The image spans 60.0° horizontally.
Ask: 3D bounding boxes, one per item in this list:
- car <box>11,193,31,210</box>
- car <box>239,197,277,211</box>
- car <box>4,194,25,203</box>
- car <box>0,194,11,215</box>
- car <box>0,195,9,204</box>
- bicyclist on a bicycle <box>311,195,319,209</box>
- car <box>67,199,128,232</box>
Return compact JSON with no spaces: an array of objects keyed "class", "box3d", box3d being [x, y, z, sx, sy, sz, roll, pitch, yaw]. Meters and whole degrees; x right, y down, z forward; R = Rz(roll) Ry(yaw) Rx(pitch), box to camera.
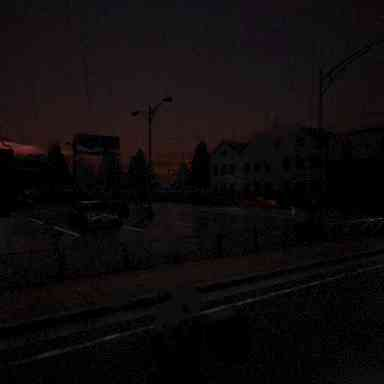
[{"class":"car","box3d":[-19.835,1.092,38.155,1.905,1.878,3.866,0,0,-36]},{"class":"car","box3d":[7.567,1.301,38.839,1.882,1.535,5.008,0,0,-35]},{"class":"car","box3d":[-38.979,1.328,73.232,3.866,1.878,1.905,0,0,-36]},{"class":"car","box3d":[-17.921,1.113,29.845,1.932,1.855,4.605,0,0,-36]},{"class":"car","box3d":[-39.205,1.495,66.104,4.611,1.667,2.242,0,0,-36]},{"class":"bicyclist on a bicycle","box3d":[13.660,1.124,36.837,1.656,1.620,0.582,0,0,-35]},{"class":"car","box3d":[-5.315,1.248,17.892,1.970,1.475,3.806,0,0,-36]}]
